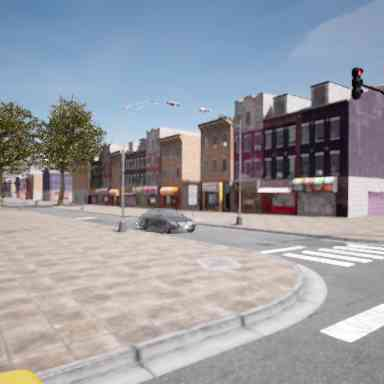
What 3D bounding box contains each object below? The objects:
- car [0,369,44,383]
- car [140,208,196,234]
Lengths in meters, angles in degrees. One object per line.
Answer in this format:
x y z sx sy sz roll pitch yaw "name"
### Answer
-2.754 1.536 0.831 4.829 1.417 1.752 0 1 -35 "car"
-1.634 1.714 20.495 1.812 1.442 4.674 1 -1 -35 "car"
